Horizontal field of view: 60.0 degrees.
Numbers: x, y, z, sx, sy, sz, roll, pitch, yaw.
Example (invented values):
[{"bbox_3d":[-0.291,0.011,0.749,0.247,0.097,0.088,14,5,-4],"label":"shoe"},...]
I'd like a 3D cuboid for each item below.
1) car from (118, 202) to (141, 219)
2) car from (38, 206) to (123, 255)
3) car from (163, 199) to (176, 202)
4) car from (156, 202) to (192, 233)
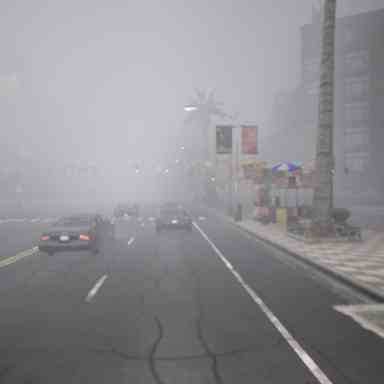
[{"bbox_3d":[-5.433,1.543,28.438,1.895,1.301,4.718,0,0,-5],"label":"car"},{"bbox_3d":[-4.284,1.531,13.226,2.033,1.411,5.357,0,0,-4],"label":"car"},{"bbox_3d":[-2.358,1.428,35.157,1.812,1.442,4.674,0,0,-4],"label":"car"},{"bbox_3d":[-1.090,1.509,19.312,1.994,1.385,4.181,0,0,-5],"label":"car"}]
